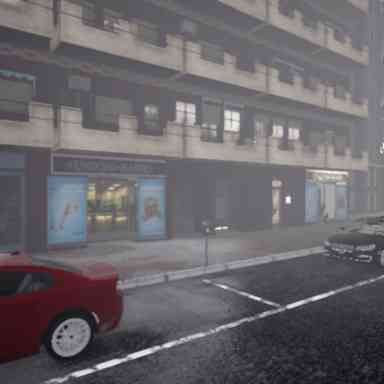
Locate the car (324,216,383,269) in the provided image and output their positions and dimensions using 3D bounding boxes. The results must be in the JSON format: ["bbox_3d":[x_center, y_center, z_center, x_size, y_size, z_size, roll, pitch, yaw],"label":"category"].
[{"bbox_3d":[6.115,1.506,10.943,4.403,1.369,2.008,0,0,-36],"label":"car"}]

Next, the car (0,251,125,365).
[{"bbox_3d":[-3.126,1.546,4.328,4.507,1.381,1.887,0,0,-36],"label":"car"}]
